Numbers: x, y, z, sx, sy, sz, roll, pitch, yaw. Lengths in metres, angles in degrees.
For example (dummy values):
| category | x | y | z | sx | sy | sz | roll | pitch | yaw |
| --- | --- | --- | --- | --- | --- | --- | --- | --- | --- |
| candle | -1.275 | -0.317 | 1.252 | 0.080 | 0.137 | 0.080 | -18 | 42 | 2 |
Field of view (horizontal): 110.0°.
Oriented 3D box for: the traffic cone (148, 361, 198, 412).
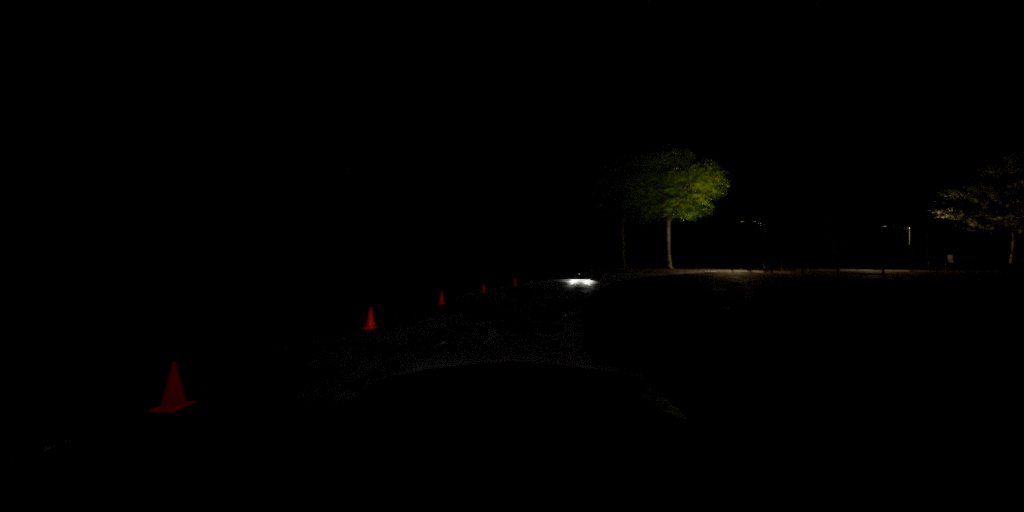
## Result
| category | x | y | z | sx | sy | sz | roll | pitch | yaw |
| --- | --- | --- | --- | --- | --- | --- | --- | --- | --- |
| traffic cone | -4.395 | 1.665 | 4.659 | 0.340 | 0.580 | 0.340 | 0 | 0 | 3 |

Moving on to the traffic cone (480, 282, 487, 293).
| category | x | y | z | sx | sy | sz | roll | pitch | yaw |
| --- | --- | --- | --- | --- | --- | --- | --- | --- | --- |
| traffic cone | -1.578 | 1.738 | 19.977 | 0.340 | 0.580 | 0.340 | 0 | 0 | 18 |

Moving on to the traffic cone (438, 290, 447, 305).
| category | x | y | z | sx | sy | sz | roll | pitch | yaw |
| --- | --- | --- | --- | --- | --- | --- | --- | --- | --- |
| traffic cone | -2.938 | 1.710 | 14.954 | 0.340 | 0.580 | 0.340 | 0 | 0 | 13 |

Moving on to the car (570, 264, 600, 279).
| category | x | y | z | sx | sy | sz | roll | pitch | yaw |
| --- | --- | --- | --- | --- | --- | --- | --- | --- | --- |
| car | 7.010 | 1.450 | 34.253 | 1.994 | 1.385 | 4.181 | 0 | 0 | 27 |

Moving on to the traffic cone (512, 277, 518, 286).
| category | x | y | z | sx | sy | sz | roll | pitch | yaw |
| --- | --- | --- | --- | --- | --- | --- | --- | --- | --- |
| traffic cone | 0.193 | 1.767 | 24.869 | 0.340 | 0.580 | 0.340 | 0 | 0 | 22 |

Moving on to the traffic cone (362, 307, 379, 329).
| category | x | y | z | sx | sy | sz | roll | pitch | yaw |
| --- | --- | --- | --- | --- | --- | --- | --- | --- | --- |
| traffic cone | -3.879 | 1.686 | 9.837 | 0.340 | 0.580 | 0.340 | 0 | 0 | 8 |
